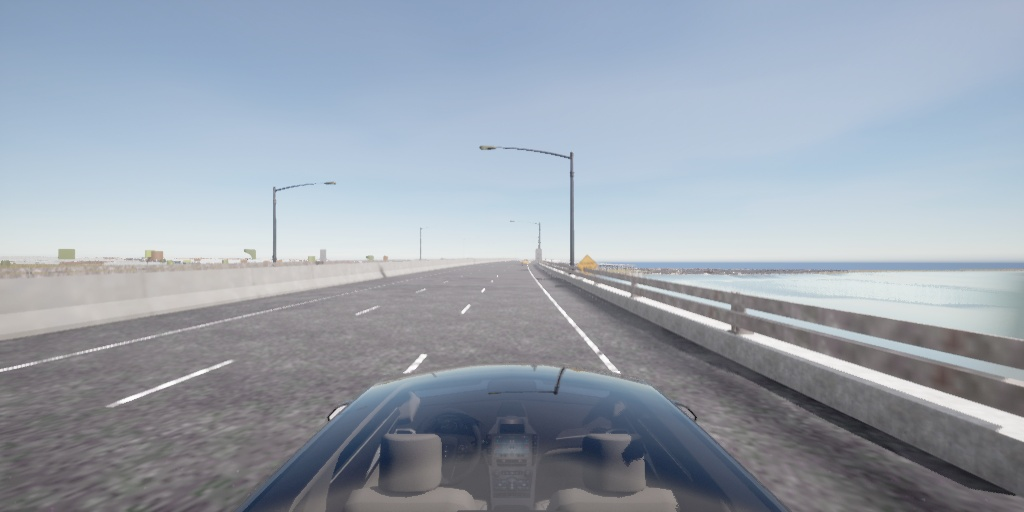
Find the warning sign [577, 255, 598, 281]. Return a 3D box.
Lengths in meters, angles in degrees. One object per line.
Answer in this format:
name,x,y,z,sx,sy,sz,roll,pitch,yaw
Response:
warning sign,4.674,0.851,22.124,1.300,1.860,1.060,0,0,1
